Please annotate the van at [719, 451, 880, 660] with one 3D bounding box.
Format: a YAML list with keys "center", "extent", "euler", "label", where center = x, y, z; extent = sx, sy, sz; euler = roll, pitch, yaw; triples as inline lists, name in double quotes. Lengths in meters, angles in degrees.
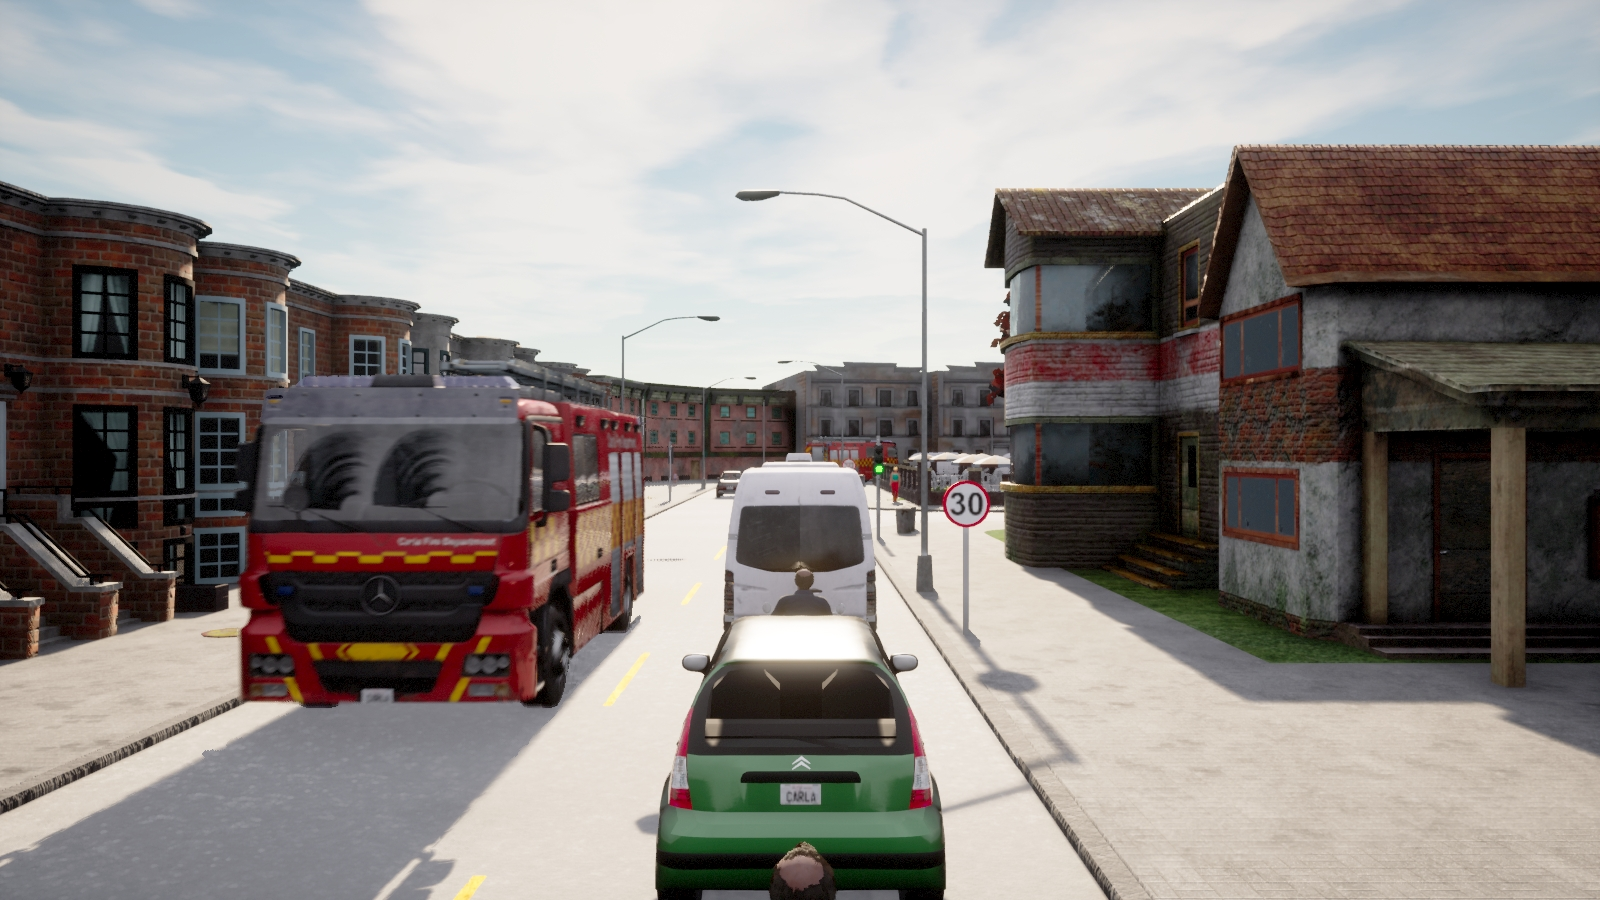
- center: [-0.006, 1.308, 17.043]
  extent: [1.988, 2.561, 5.915]
  euler: [0, 0, 0]
  label: "van"

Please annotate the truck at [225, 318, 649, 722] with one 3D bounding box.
- center: [-4.005, 0.664, 15.068]
  extent: [2.891, 3.827, 8.468]
  euler: [0, 0, 0]
  label: "truck"

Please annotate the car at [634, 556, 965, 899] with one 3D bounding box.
- center: [-0.003, 1.776, 8.384]
  extent: [1.851, 1.617, 3.988]
  euler: [0, 0, 0]
  label: "car"

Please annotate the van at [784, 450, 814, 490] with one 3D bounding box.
- center: [-0.059, 1.286, 76.777]
  extent: [1.988, 2.561, 5.915]
  euler: [0, 0, 0]
  label: "van"

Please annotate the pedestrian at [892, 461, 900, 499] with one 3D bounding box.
- center: [4.767, 1.494, 56.915]
  extent: [0.375, 1.860, 0.375]
  euler: [0, 0, 0]
  label: "pedestrian"

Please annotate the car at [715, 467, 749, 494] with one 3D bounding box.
- center: [-4.014, 1.781, 67.520]
  extent: [1.789, 1.549, 3.705]
  euler: [0, 0, 0]
  label: "car"
